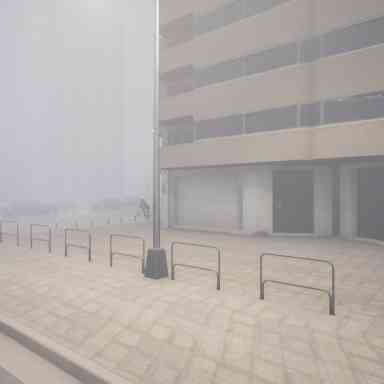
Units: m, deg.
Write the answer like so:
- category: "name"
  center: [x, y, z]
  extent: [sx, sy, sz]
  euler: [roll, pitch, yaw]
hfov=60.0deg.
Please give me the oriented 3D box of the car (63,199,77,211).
- category: "car"
  center: [-16.244, 1.533, 39.772]
  extent: [1.882, 1.535, 5.008]
  euler: [0, 0, 38]

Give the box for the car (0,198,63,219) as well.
- category: "car"
  center: [-14.644, 1.407, 30.172]
  extent: [2.097, 1.767, 4.553]
  euler: [0, 0, 38]

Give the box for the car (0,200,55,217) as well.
- category: "car"
  center: [-16.598, 1.560, 33.621]
  extent: [1.837, 1.490, 4.892]
  euler: [0, 0, 38]

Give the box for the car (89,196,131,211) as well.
- category: "car"
  center: [-10.455, 1.560, 41.493]
  extent: [1.837, 1.490, 4.892]
  euler: [0, 0, 38]

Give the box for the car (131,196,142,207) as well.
- category: "car"
  center: [-9.459, 1.407, 48.424]
  extent: [2.097, 1.767, 4.553]
  euler: [0, 0, 38]

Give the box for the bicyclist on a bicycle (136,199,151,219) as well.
- category: "bicyclist on a bicycle"
  center: [-3.846, 1.357, 26.430]
  extent: [1.656, 1.620, 0.582]
  euler: [0, 0, 38]
